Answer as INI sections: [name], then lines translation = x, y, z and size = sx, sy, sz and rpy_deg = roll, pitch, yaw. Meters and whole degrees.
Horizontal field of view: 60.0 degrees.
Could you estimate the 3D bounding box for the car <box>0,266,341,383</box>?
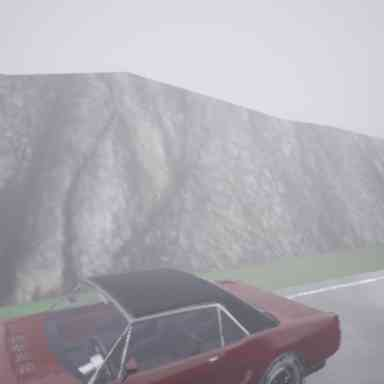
[car]
translation = -0.738, 1.570, 3.267
size = 4.718, 1.301, 1.895
rpy_deg = 0, 0, -33
